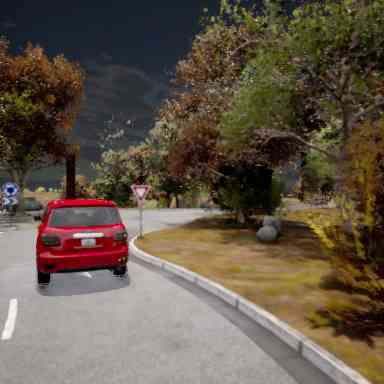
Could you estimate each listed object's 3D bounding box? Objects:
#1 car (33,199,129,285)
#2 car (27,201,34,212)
[{"bbox_3d":[-3.433,1.234,9.967,2.150,2.045,5.566,0,0,-24],"label":"car"},{"bbox_3d":[-26.567,2.602,56.544,2.150,2.045,5.566,0,-4,-17],"label":"car"}]
